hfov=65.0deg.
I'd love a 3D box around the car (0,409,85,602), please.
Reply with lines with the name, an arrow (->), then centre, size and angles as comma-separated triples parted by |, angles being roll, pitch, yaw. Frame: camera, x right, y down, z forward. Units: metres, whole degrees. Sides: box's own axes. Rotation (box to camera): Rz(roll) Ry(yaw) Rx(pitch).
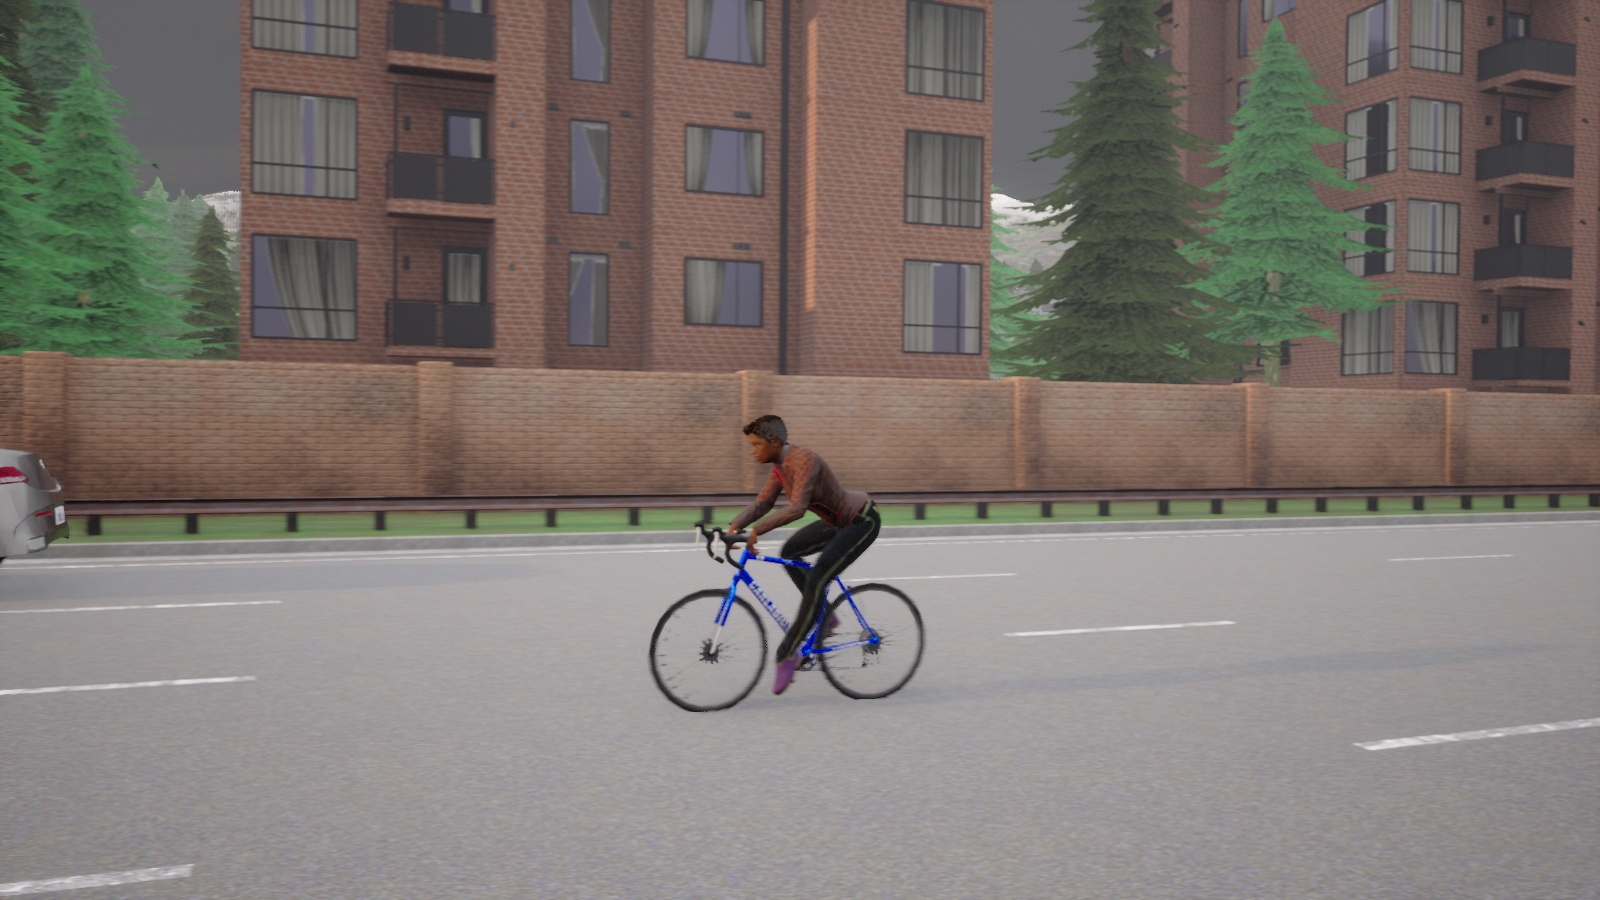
car -> -9.297, 0.507, 10.938 | 5.027, 1.651, 2.152 | -1, 1, -21

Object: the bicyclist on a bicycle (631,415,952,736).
bicyclist on a bicycle -> -0.041, 0.632, 6.966 | 1.656, 1.620, 0.582 | -1, 1, -21
